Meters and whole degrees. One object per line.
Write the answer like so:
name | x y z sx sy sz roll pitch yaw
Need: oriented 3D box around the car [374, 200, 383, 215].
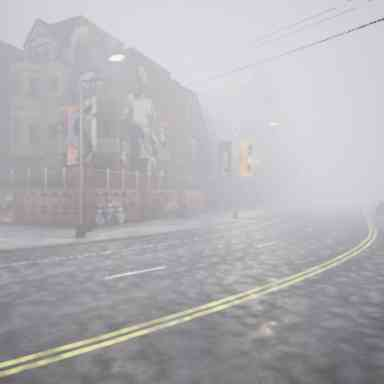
car | 21.405 1.704 36.814 1.837 1.490 4.892 0 0 27
